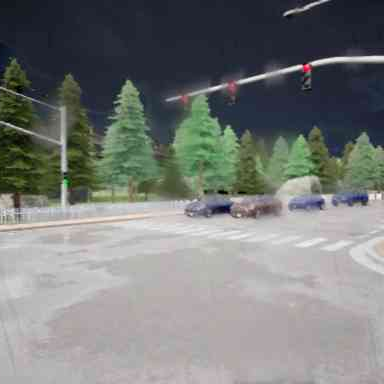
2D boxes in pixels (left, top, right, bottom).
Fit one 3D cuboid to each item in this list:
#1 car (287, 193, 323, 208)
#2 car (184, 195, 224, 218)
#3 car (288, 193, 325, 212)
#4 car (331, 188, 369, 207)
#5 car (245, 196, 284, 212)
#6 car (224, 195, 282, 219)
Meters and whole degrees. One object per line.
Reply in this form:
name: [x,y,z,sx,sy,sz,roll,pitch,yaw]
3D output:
car: [13.328,0.949,38.990,4.892,1.490,1.837,-1,1,-43]
car: [1.435,1.033,26.420,2.097,1.767,4.553,0,1,42]
car: [10.961,1.014,31.724,1.882,1.535,5.008,0,1,43]
car: [18.629,0.611,39.123,5.566,2.045,2.150,-1,1,-38]
car: [7.199,1.127,32.805,1.994,1.385,4.181,0,1,42]
car: [4.776,1.014,24.911,2.097,1.767,4.553,0,1,42]
